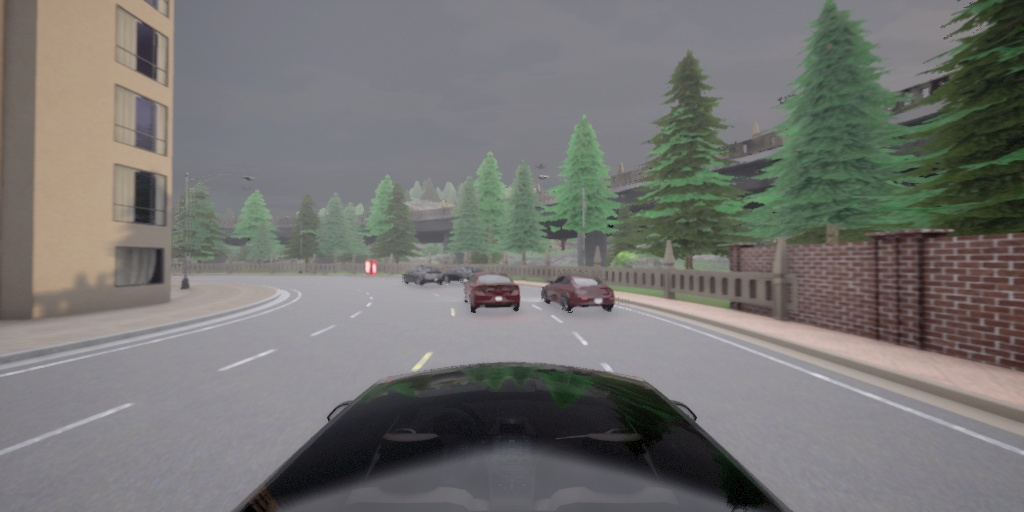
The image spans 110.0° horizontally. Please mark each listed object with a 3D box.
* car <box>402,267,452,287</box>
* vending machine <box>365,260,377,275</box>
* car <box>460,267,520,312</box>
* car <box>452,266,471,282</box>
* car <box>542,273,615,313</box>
[{"bbox_3d":[-7.095,1.586,28.408,2.128,1.511,4.902,1,-1,-37],"label":"car"},{"bbox_3d":[-18.026,1.515,45.850,0.880,2.100,1.100,0,0,22],"label":"vending machine"},{"bbox_3d":[-0.999,1.403,15.360,1.882,1.535,5.008,0,0,-12],"label":"car"},{"bbox_3d":[-4.049,1.608,30.156,2.128,1.511,4.902,1,-1,-37],"label":"car"},{"bbox_3d":[2.644,1.446,15.005,1.812,1.442,4.674,0,-1,-11],"label":"car"}]
